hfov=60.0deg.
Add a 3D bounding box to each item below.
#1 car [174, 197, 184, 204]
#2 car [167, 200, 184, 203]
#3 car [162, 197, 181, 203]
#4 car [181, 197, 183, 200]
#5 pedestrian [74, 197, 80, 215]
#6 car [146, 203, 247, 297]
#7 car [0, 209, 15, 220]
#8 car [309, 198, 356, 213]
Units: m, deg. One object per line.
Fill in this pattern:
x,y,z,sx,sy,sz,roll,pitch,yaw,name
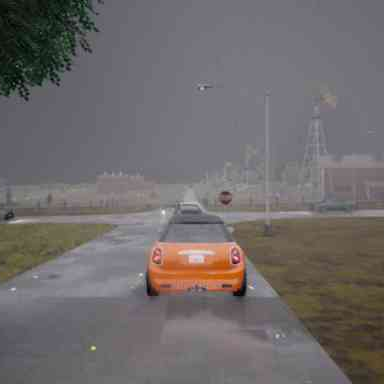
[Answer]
-2.802,1.847,73.006,1.994,1.385,4.181,0,-1,0,car
-0.386,1.508,21.697,1.837,1.490,4.892,0,0,-7,car
-2.874,1.568,44.738,1.837,1.490,4.892,0,0,0,car
-2.866,1.694,58.017,2.033,1.411,5.357,0,0,0,car
-12.178,1.461,35.141,0.375,1.860,0.375,0,2,0,pedestrian
0.089,1.345,8.732,2.097,1.767,4.553,0,0,0,car
-17.960,1.916,29.196,4.181,1.385,1.994,-1,1,0,car
13.482,1.262,32.017,4.181,1.385,1.994,-1,1,-1,car
